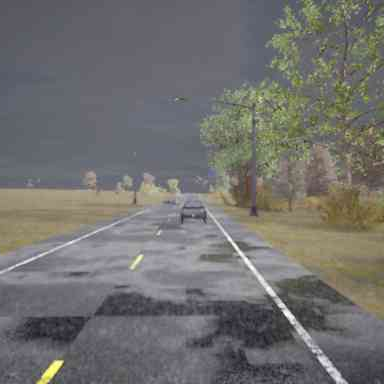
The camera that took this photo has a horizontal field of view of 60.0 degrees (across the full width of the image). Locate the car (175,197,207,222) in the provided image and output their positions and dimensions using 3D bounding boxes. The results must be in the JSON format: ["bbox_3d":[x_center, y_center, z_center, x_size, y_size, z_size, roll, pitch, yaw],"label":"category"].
[{"bbox_3d":[0.102,1.395,24.967,2.128,1.511,4.902,0,0,0],"label":"car"}]

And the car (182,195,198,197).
[{"bbox_3d":[0.105,1.191,42.200,2.097,1.767,4.553,0,0,0],"label":"car"}]

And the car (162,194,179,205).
[{"bbox_3d":[-3.564,1.364,53.020,1.994,1.385,4.181,0,0,0],"label":"car"}]

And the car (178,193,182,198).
[{"bbox_3d":[-3.492,1.103,93.046,1.812,1.442,4.674,0,0,0],"label":"car"}]
